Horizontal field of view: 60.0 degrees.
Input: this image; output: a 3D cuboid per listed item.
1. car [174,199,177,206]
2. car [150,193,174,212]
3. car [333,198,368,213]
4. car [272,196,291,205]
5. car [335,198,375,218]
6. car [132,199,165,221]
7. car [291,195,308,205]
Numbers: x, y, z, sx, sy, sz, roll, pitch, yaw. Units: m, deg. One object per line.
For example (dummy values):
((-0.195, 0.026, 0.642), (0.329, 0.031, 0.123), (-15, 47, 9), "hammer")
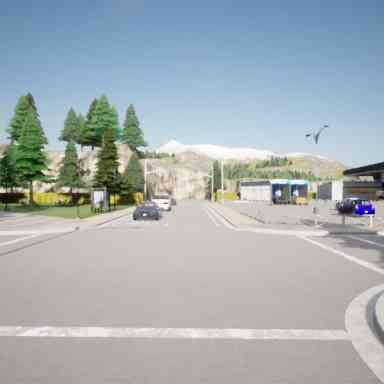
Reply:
((-3.551, 1.564, 54.843), (1.994, 1.385, 4.181), (0, 0, 1), "car")
((-3.611, 1.216, 39.037), (2.150, 2.045, 5.566), (0, 1, 0), "car")
((16.994, 1.384, 35.819), (1.970, 1.475, 3.806), (0, 0, 0), "car")
((14.180, 1.339, 54.460), (2.007, 1.523, 4.514), (0, 0, 0), "car")
((13.944, 1.373, 28.427), (1.845, 1.501, 3.633), (0, 0, 0), "car")
((-3.606, 1.564, 27.396), (1.994, 1.385, 4.181), (0, 0, 0), "car")
((17.318, 1.330, 54.483), (2.152, 1.636, 5.027), (0, 0, 0), "car")
